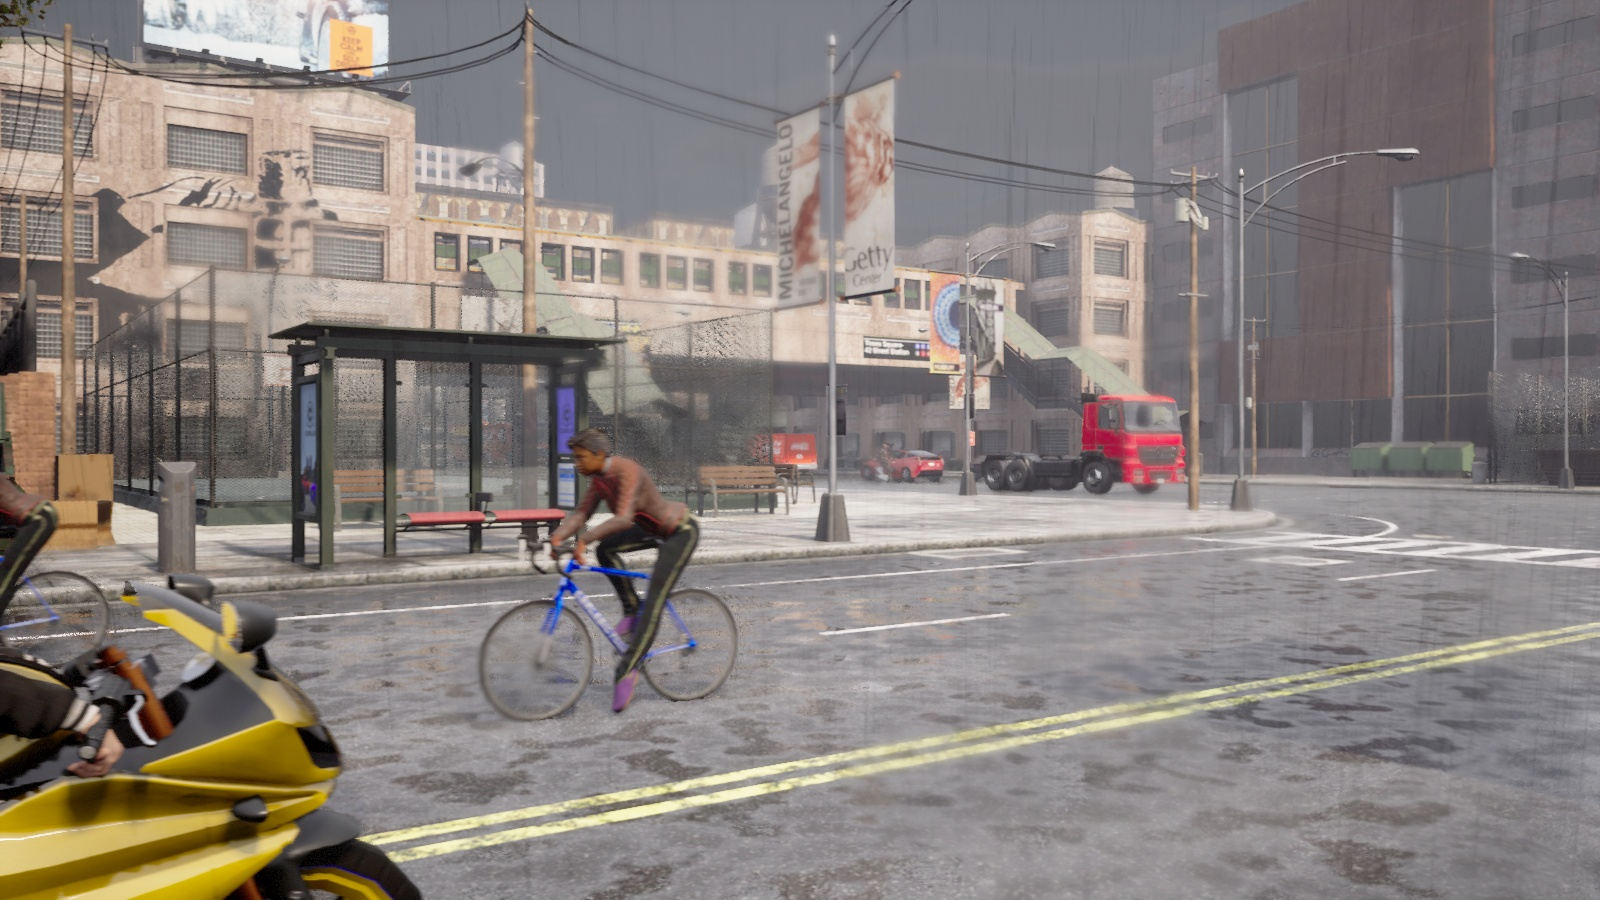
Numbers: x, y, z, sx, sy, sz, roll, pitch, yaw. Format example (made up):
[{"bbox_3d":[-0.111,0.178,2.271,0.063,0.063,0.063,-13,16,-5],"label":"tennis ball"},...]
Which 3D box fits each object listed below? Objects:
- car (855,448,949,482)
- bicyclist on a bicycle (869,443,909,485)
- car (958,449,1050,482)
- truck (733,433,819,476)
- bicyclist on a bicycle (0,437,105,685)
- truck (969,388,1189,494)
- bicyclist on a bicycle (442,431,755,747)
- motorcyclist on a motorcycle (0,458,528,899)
[{"bbox_3d":[4.712,0.668,58.707,2.007,1.525,4.514,0,0,-34],"label":"car"},{"bbox_3d":[3.804,0.596,53.837,0.659,1.776,1.843,0,0,-34],"label":"bicyclist on a bicycle"},{"bbox_3d":[9.392,0.708,58.067,1.816,1.474,4.193,0,0,-34],"label":"car"},{"bbox_3d":[-1.463,0.269,74.050,2.627,2.467,5.204,0,0,-34],"label":"truck"},{"bbox_3d":[-5.580,0.730,8.304,1.656,1.620,0.582,-1,0,-35],"label":"bicyclist on a bicycle"},{"bbox_3d":[9.808,-0.290,45.115,2.891,3.462,7.936,0,0,-34],"label":"truck"},{"bbox_3d":[-1.117,0.705,7.150,1.656,1.620,0.582,-1,0,-35],"label":"bicyclist on a bicycle"},{"bbox_3d":[-1.736,0.790,2.450,2.191,1.530,0.866,0,0,-35],"label":"motorcyclist on a motorcycle"}]
